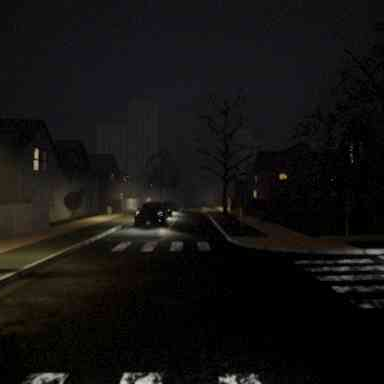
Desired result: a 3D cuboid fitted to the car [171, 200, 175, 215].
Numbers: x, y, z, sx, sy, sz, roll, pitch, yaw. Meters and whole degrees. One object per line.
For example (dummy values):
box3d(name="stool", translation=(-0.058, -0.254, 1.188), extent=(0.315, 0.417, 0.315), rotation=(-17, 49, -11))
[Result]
box3d(name="car", translation=(-3.023, 1.777, 34.893), extent=(1.812, 1.442, 4.674), rotation=(0, 0, -1))

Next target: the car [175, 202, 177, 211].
box3d(name="car", translation=(-3.061, 1.824, 45.731), extent=(2.128, 1.511, 4.902), rotation=(0, -1, 0))

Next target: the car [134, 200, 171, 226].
box3d(name="car", translation=(-2.977, 1.529, 24.846), extent=(2.097, 1.767, 4.553), rotation=(0, 0, 0))
